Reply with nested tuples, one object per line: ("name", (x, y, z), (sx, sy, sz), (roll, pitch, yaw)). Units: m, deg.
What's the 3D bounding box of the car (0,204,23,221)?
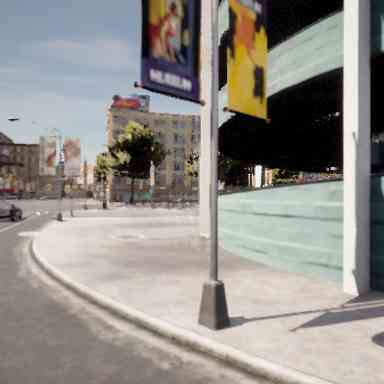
("car", (-15.973, 1.717, 28.585), (2.033, 1.411, 5.357), (1, -1, -18))
